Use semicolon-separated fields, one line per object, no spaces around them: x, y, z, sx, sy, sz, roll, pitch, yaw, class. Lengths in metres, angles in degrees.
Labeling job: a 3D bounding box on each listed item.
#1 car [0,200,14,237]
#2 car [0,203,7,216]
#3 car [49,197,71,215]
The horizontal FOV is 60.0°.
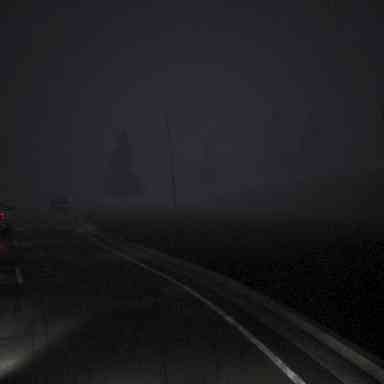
-11.682;1.454;19.162;2.150;2.045;5.566;0;-1;-25;car
-22.671;1.985;38.055;1.812;1.442;4.674;0;0;-17;car
-16.270;1.677;40.994;2.150;2.045;5.566;0;0;-17;car
